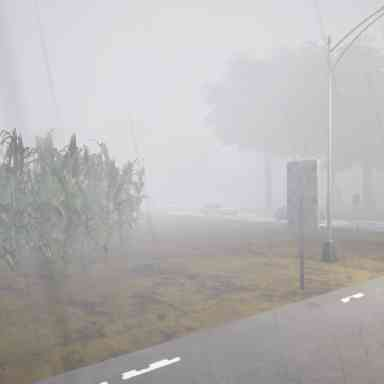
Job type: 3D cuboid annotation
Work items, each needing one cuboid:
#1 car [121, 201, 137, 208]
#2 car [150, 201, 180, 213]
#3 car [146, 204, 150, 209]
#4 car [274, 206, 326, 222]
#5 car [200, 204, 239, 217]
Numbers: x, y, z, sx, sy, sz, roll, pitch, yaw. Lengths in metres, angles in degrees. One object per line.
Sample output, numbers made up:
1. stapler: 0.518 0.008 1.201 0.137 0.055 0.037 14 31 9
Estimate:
1. car: -11.468 2.164 61.267 1.812 1.442 4.674 -1 0 -35
2. car: -3.394 1.979 44.887 1.812 1.442 4.674 -1 0 -35
3. car: -5.501 2.111 52.860 1.895 1.301 4.718 -1 0 -35
4. car: 8.826 1.778 27.577 1.994 1.385 4.181 -1 0 -36
5. car: 2.911 1.929 35.924 1.895 1.301 4.718 -1 0 -36
